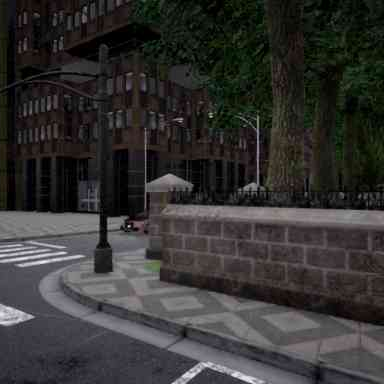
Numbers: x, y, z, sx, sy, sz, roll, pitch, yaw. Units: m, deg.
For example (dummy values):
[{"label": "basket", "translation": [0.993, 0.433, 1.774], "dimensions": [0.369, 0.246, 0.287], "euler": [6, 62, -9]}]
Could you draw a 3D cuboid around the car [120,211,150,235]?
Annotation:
[{"label": "car", "translation": [-2.623, 1.916, 21.592], "dimensions": [1.994, 1.385, 4.181], "euler": [0, -1, 35]}]
